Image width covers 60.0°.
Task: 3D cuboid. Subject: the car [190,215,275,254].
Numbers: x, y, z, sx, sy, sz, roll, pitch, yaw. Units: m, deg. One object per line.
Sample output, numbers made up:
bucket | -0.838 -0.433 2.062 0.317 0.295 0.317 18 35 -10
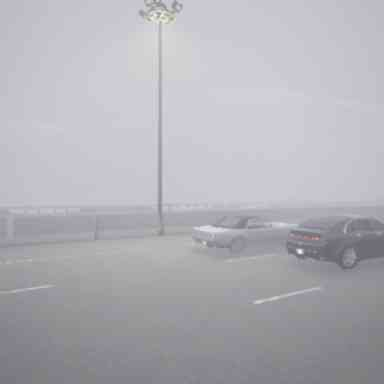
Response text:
car | 2.392 1.590 13.373 4.718 1.301 1.895 0 0 -30

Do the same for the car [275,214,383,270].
car | 5.293 1.497 10.985 4.892 1.490 1.837 0 0 -29
